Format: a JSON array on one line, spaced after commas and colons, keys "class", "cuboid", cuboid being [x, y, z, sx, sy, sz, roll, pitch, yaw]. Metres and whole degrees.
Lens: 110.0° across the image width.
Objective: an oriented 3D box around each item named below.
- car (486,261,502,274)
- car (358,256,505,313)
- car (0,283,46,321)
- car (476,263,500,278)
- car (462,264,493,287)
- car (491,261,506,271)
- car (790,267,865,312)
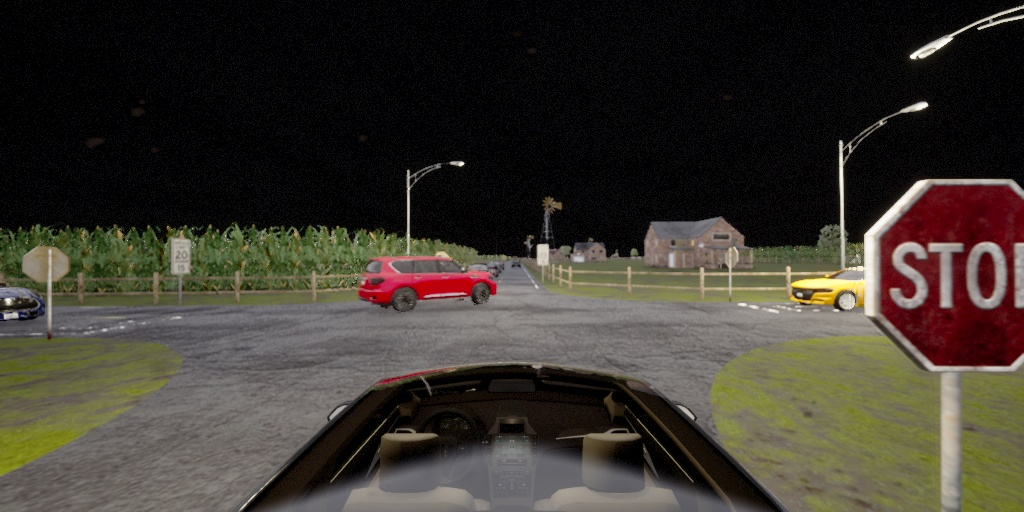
[{"class": "car", "cuboid": [-2.260, 1.453, 46.682, 1.837, 1.490, 4.892, 0, 0, 1]}, {"class": "car", "cuboid": [-3.287, 1.030, 14.626, 5.566, 2.045, 2.150, 0, 0, -38]}, {"class": "car", "cuboid": [-17.792, 1.298, 11.215, 4.553, 1.767, 2.097, -1, 0, 2]}, {"class": "car", "cuboid": [-2.373, 1.464, 36.663, 1.994, 1.385, 4.181, 0, 0, 2]}, {"class": "car", "cuboid": [-2.480, 1.359, 26.708, 1.837, 1.490, 4.892, 0, 0, 0]}, {"class": "car", "cuboid": [-2.069, 1.545, 56.909, 2.033, 1.411, 5.357, 0, 0, 1]}, {"class": "car", "cuboid": [13.129, 1.139, 13.235, 5.008, 1.535, 1.882, -1, 0, 0]}]
